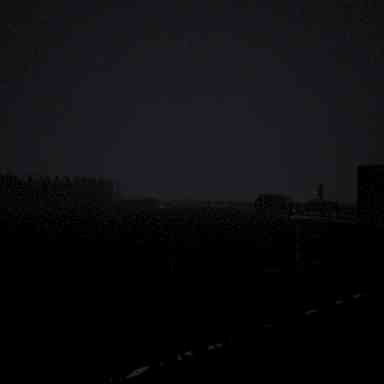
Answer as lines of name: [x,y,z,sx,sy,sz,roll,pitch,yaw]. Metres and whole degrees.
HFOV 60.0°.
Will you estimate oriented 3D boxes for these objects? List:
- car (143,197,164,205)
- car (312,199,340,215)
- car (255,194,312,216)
car: [-6.448,1.513,55.561,1.994,1.385,4.181,0,0,-35]
car: [12.892,1.485,34.666,2.128,1.511,4.902,-1,1,-35]
car: [8.896,1.235,33.924,2.150,2.045,5.566,0,0,-35]
